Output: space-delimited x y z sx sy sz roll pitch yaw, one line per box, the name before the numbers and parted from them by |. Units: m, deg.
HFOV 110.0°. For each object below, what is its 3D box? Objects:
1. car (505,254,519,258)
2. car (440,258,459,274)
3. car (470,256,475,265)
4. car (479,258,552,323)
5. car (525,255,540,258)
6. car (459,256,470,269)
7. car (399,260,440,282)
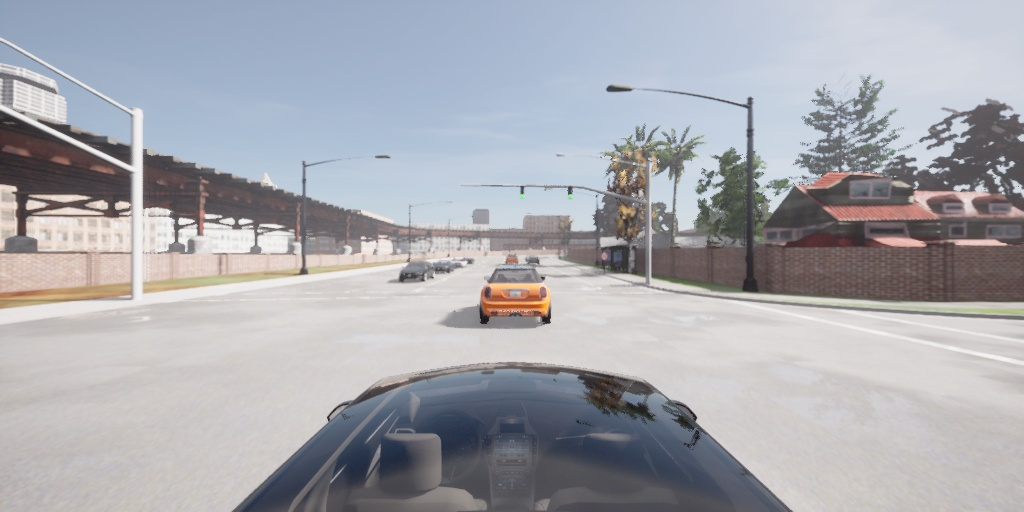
car | 0.000 0.444 58.511 2.097 1.767 4.553 0 1 0
car | -7.029 1.057 36.536 1.994 1.385 4.181 0 1 1
car | -7.000 0.721 56.849 1.895 1.301 4.718 0 1 0
car | 0.100 1.078 12.168 2.097 1.767 4.553 0 0 0
car | 3.500 0.598 57.944 2.128 1.511 4.902 0 1 0
car | -7.000 0.929 46.501 1.895 1.301 4.718 0 1 0
car | -7.089 1.111 27.189 1.837 1.490 4.892 0 1 0
